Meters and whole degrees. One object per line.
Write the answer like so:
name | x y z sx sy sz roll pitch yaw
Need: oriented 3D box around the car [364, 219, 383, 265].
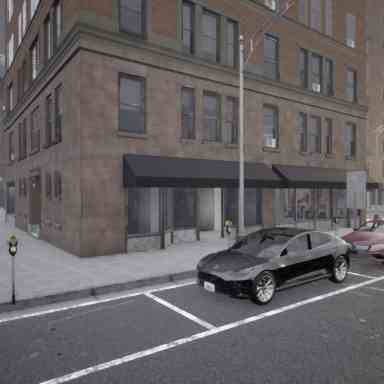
car | 6.583 1.583 11.300 4.206 1.307 1.802 0 0 -36

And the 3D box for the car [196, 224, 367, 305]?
car | 2.121 1.566 8.082 4.313 1.339 1.947 0 0 -36
